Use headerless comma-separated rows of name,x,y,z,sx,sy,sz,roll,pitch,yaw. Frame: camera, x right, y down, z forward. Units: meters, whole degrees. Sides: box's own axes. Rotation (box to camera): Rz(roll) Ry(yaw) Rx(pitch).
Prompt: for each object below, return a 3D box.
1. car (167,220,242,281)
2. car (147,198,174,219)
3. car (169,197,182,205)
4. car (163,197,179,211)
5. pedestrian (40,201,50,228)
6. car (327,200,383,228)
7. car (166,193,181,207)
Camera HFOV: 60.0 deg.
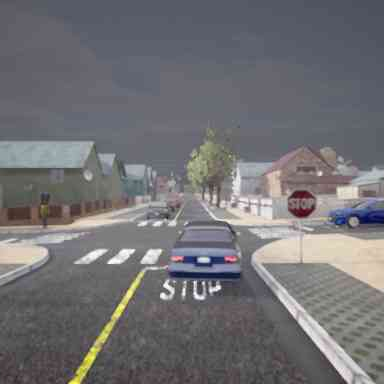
car,0.481,1.550,9.859,2.033,1.411,5.357,0,0,5
car,-2.853,1.530,29.432,1.812,1.442,4.674,0,0,0
car,-2.846,1.601,58.339,1.895,1.301,4.718,0,0,0
car,-2.869,1.605,38.488,1.895,1.301,4.718,0,0,0
pedestrian,-9.705,1.463,21.939,0.375,1.860,0.375,0,0,0
car,10.399,1.191,19.122,5.008,1.535,1.882,-2,-1,-2
car,-2.886,1.224,48.299,2.150,2.045,5.566,0,0,0
